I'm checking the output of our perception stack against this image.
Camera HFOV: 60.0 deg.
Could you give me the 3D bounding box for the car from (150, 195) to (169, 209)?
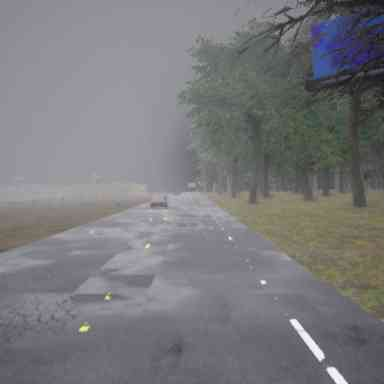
[{"bbox_3d":[-3.605,1.054,37.461,1.882,1.535,5.008,0,1,0],"label":"car"}]
